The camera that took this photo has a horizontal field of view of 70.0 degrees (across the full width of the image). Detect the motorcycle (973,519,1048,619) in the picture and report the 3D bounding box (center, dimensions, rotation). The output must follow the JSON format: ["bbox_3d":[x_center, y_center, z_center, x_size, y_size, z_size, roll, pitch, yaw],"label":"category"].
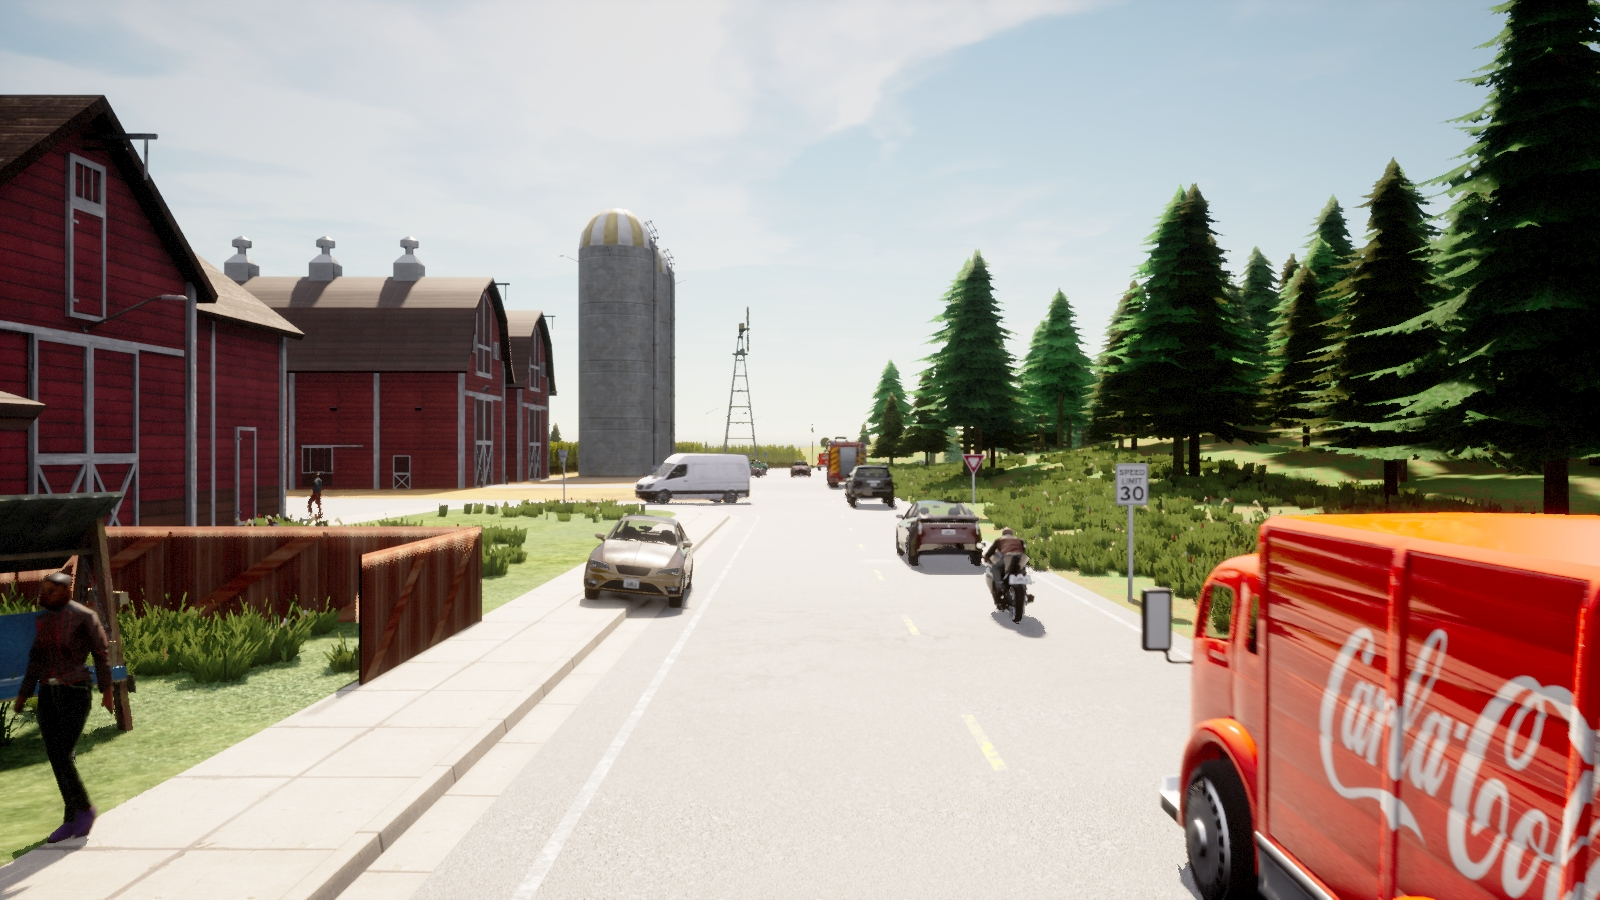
[{"bbox_3d":[3.520,1.961,19.323,0.867,1.460,2.209,0,0,0],"label":"motorcycle"}]

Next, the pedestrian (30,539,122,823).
[{"bbox_3d":[-4.946,1.555,7.818,0.375,1.860,0.375,0,0,10],"label":"pedestrian"}]

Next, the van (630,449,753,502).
[{"bbox_3d":[-5.526,1.332,58.582,5.915,2.561,1.988,1,1,-28],"label":"van"}]

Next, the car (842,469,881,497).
[{"bbox_3d":[3.594,1.907,67.619,2.128,1.511,4.902,0,0,0],"label":"car"}]

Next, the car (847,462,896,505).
[{"bbox_3d":[3.554,1.636,57.794,2.150,2.045,5.566,0,0,0],"label":"car"}]

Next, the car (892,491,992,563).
[{"bbox_3d":[3.528,1.900,29.211,2.007,1.525,4.514,0,0,0],"label":"car"}]

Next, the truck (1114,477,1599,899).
[{"bbox_3d":[3.523,1.429,5.422,2.627,2.467,5.204,0,0,0],"label":"truck"}]

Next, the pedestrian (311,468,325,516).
[{"bbox_3d":[-18.784,1.617,44.560,0.375,1.860,0.375,0,0,7],"label":"pedestrian"}]
